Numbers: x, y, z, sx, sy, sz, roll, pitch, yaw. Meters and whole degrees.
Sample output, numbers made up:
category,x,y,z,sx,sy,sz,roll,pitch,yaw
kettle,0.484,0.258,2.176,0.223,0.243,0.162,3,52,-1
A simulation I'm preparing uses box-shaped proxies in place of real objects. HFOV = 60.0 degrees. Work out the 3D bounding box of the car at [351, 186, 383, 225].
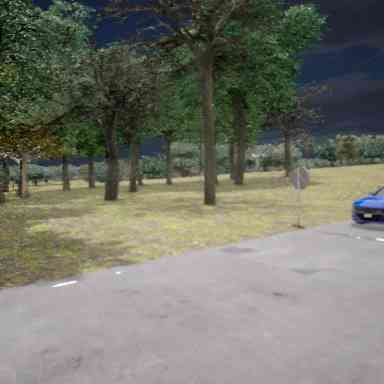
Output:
category,x,y,z,sx,sy,sz,roll,pitch,yaw
car,8.184,0.343,12.779,5.008,1.535,1.882,-6,4,-31
